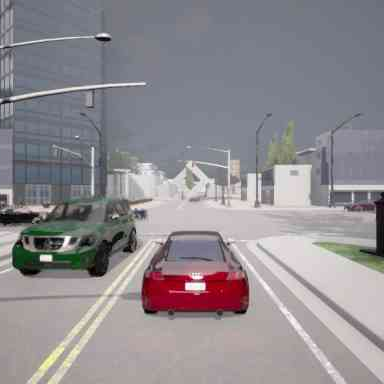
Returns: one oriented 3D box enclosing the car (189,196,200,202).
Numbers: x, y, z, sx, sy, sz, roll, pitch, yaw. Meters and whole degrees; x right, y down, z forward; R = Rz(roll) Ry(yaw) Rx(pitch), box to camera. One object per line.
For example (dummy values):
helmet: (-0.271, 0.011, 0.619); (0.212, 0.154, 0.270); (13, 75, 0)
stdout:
car: (0.688, 1.595, 76.964); (1.895, 1.301, 4.718); (0, 0, 12)

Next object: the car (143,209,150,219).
car: (-5.731, 1.633, 26.157); (4.718, 1.301, 1.895); (0, 0, 0)

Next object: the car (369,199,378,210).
car: (21.522, 1.167, 33.567); (5.566, 2.045, 2.150); (0, 0, 0)

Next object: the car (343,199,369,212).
car: (19.846, 1.502, 37.070); (5.357, 1.411, 2.033); (0, 0, -1)

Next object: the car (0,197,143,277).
car: (-3.303, 1.221, 10.673); (2.150, 2.045, 5.566); (0, 0, 4)

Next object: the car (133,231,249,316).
car: (0.070, 1.564, 7.623); (1.994, 1.385, 4.181); (0, 0, 0)

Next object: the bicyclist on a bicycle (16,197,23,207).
bicyclist on a bicycle: (-22.002, 1.466, 42.502); (0.582, 1.620, 1.656); (-1, 0, 0)
